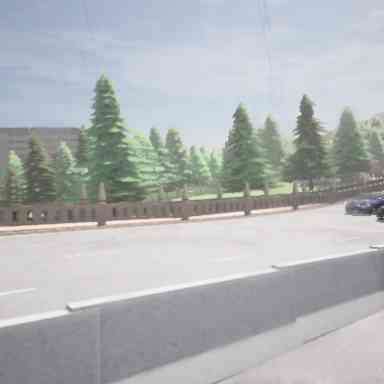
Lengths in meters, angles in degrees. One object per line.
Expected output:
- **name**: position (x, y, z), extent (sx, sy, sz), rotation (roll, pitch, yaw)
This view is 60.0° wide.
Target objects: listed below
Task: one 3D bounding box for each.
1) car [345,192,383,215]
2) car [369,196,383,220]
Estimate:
- **car**: position (14.534, 0.842, 27.241), extent (4.553, 1.767, 2.097), rotation (-5, 3, -35)
- **car**: position (14.639, 1.132, 23.018), extent (4.892, 1.490, 1.837), rotation (-3, 2, -35)
